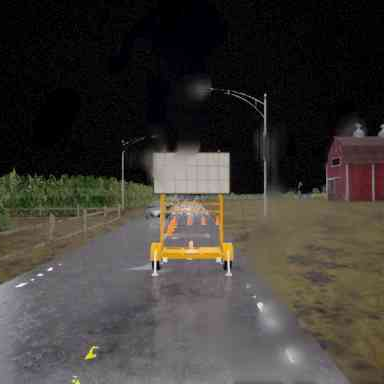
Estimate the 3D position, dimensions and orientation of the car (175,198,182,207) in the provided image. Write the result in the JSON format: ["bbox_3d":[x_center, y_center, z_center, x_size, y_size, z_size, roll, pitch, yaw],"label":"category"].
[{"bbox_3d":[-2.831,1.722,56.781,1.837,1.490,4.892,0,-1,0],"label":"car"}]

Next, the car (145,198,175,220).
[{"bbox_3d":[-2.891,1.548,29.088,2.128,1.511,4.902,0,0,0],"label":"car"}]

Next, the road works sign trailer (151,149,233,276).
[{"bbox_3d":[-0.009,0.477,10.395,2.380,3.560,2.880,0,0,0],"label":"road works sign trailer"}]
